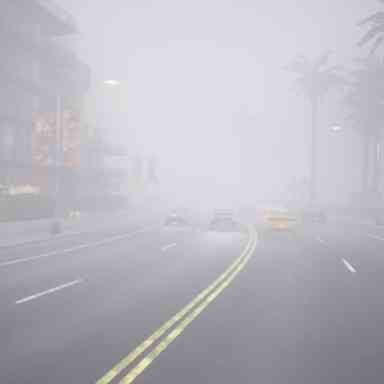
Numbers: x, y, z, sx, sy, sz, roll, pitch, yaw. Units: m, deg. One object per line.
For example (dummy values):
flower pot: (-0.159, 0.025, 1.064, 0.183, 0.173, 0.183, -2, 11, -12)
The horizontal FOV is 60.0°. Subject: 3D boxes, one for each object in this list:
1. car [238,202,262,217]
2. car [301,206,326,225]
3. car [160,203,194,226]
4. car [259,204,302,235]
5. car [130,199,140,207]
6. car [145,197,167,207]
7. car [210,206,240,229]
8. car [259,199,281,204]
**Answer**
car: (6.112, 2.110, 38.858, 2.033, 1.411, 5.357, 1, -1, -4)
car: (9.842, 1.965, 28.513, 1.882, 1.535, 5.008, 1, -1, 2)
car: (-0.918, 1.860, 26.421, 2.033, 1.411, 5.357, 1, -1, 5)
car: (5.610, 1.823, 21.684, 1.882, 1.535, 5.008, 1, -1, 9)
car: (-12.279, 2.166, 65.729, 5.008, 1.535, 1.882, 0, -1, 45)
car: (-7.002, 1.936, 65.062, 2.150, 2.045, 5.566, 2, -1, -38)
car: (2.386, 1.942, 24.996, 1.895, 1.301, 4.718, 1, -1, 6)
car: (9.370, 1.861, 41.456, 2.150, 2.045, 5.566, 1, -1, -7)
